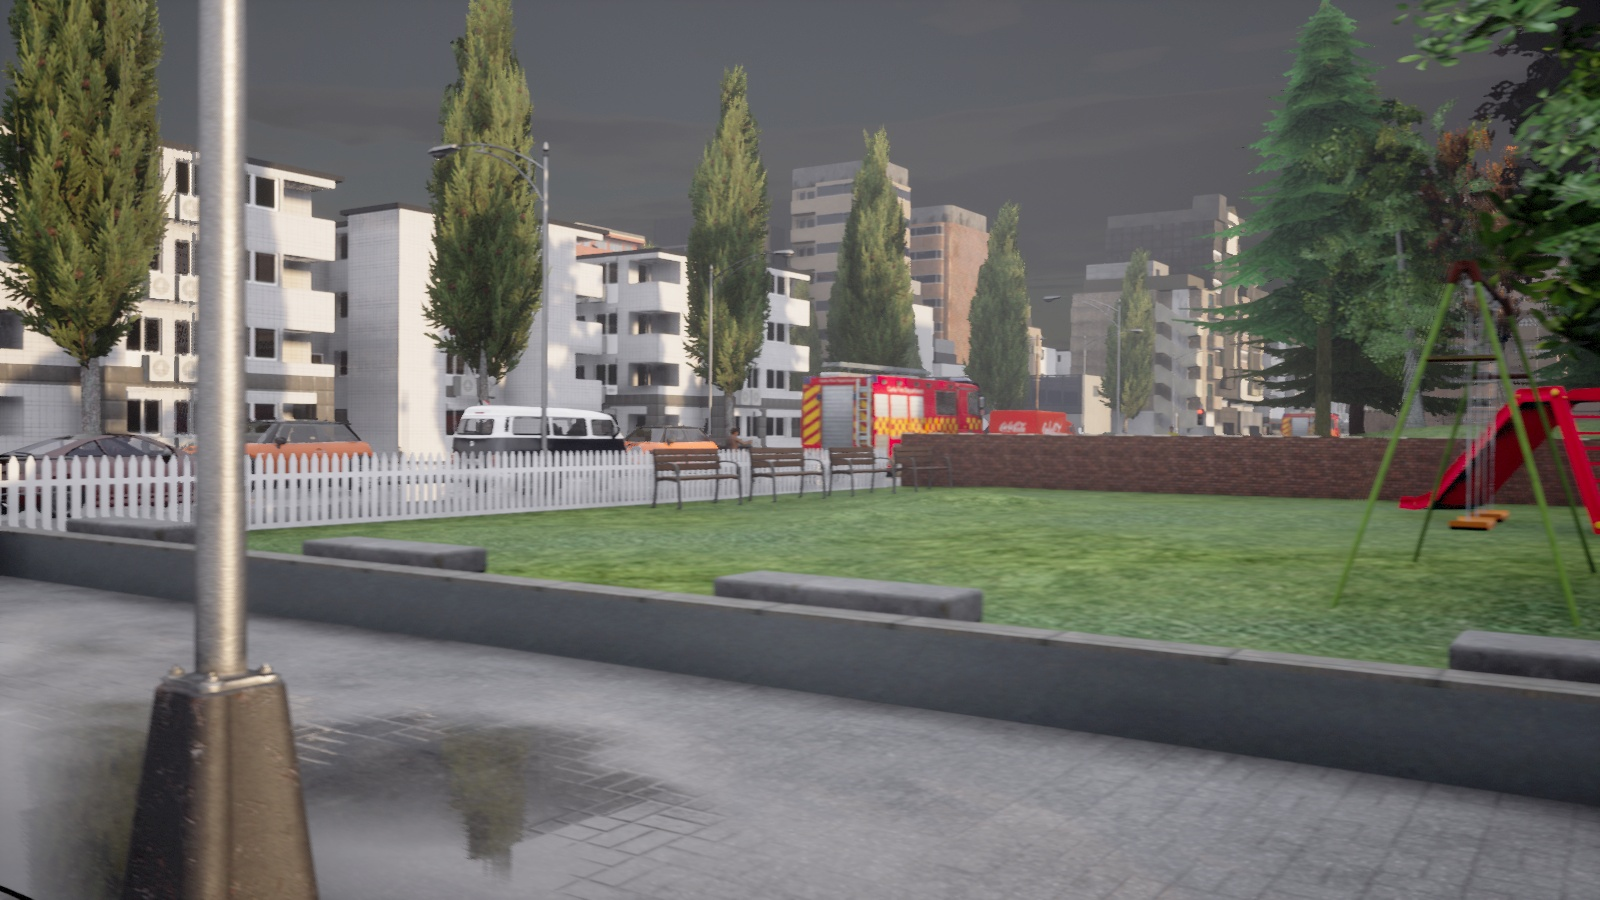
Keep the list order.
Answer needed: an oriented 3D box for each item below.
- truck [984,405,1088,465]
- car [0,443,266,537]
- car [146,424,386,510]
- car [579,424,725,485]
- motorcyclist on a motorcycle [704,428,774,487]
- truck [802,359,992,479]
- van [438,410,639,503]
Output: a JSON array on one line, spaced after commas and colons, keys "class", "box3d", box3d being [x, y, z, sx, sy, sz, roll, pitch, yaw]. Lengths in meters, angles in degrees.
[{"class": "truck", "box3d": [10.251, -0.603, 54.312, 2.627, 2.467, 5.204, 0, 0, 33]}, {"class": "car", "box3d": [-11.643, 0.608, 21.518, 1.994, 1.385, 4.181, 0, 1, 33]}, {"class": "car", "box3d": [-11.911, 0.312, 28.315, 2.097, 1.767, 4.553, 0, 1, 34]}, {"class": "car", "box3d": [-4.557, 0.095, 39.336, 2.097, 1.767, 4.553, 0, 1, 34]}, {"class": "motorcyclist on a motorcycle", "box3d": [-1.746, 0.202, 36.343, 0.766, 1.649, 2.350, 0, 1, 34]}, {"class": "truck", "box3d": [3.632, -1.071, 44.404, 2.891, 3.827, 8.468, 0, 1, 34]}, {"class": "van", "box3d": [-6.097, 0.104, 29.823, 2.069, 2.038, 4.480, 0, 1, 34]}]
